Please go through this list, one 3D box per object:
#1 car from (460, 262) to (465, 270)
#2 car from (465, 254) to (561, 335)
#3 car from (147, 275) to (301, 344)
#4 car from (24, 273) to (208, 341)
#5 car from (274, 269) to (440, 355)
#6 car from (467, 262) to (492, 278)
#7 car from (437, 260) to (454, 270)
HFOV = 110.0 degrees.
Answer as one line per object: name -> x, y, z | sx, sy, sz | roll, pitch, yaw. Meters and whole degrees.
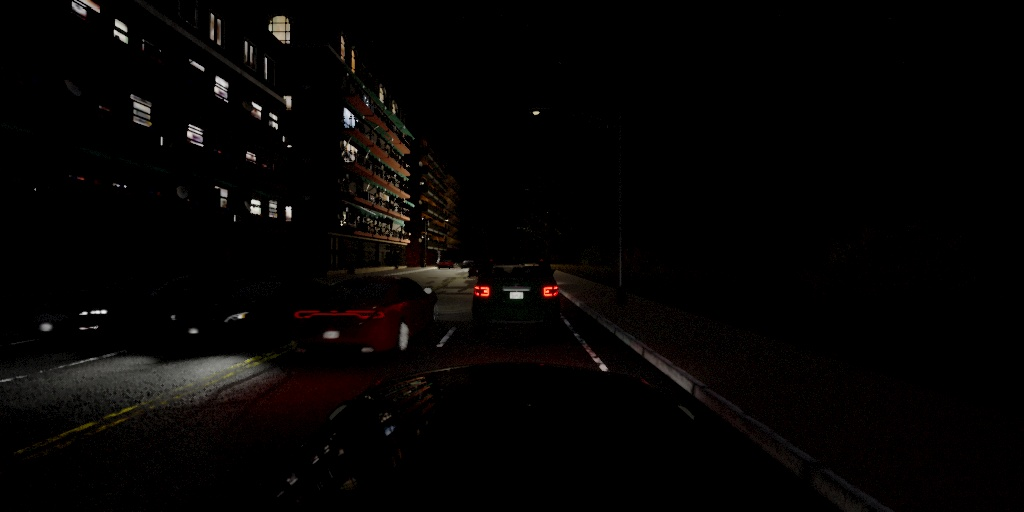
car -> -6.466, 1.314, 52.980 | 1.994, 1.385, 4.181 | 0, 0, 0
car -> 0.116, 0.973, 10.687 | 2.150, 2.045, 5.566 | 0, 0, 0
car -> -6.581, 1.277, 9.741 | 1.812, 1.442, 4.674 | 0, 0, 0
car -> -9.831, 1.243, 10.020 | 2.128, 1.511, 4.902 | 0, 0, 0
car -> -3.134, 1.229, 8.710 | 1.882, 1.535, 5.008 | 0, 0, 0
car -> -3.068, 1.316, 34.796 | 1.994, 1.385, 4.181 | 0, 0, 0
car -> -9.709, 1.276, 52.834 | 1.812, 1.442, 4.674 | 0, 0, 0
